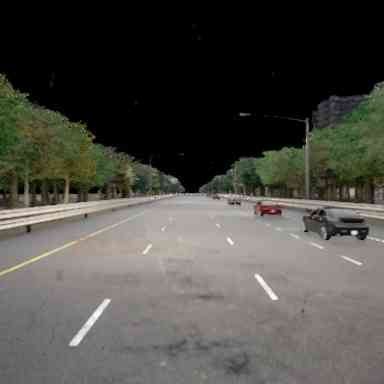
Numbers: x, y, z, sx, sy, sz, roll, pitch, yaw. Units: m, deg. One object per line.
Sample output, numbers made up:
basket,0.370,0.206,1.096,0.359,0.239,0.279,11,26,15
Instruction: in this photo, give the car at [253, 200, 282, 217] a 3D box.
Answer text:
car,6.996,1.507,31.161,1.882,1.535,5.008,0,0,0

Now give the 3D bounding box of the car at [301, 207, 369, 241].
car,6.998,1.512,16.760,1.837,1.490,4.892,0,0,0

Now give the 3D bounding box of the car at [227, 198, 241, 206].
car,6.999,1.634,56.362,1.895,1.301,4.718,0,0,0
